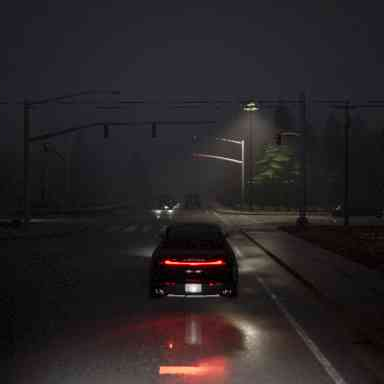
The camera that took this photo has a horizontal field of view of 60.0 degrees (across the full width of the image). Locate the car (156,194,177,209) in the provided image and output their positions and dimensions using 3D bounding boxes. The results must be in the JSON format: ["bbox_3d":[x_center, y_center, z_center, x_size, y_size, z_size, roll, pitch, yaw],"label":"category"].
[{"bbox_3d":[-3.588,1.240,45.930,2.150,2.045,5.566,0,0,0],"label":"car"}]

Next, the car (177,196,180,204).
[{"bbox_3d":[-3.554,1.587,55.856,1.994,1.385,4.181,0,0,0],"label":"car"}]

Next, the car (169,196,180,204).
[{"bbox_3d":[-3.411,1.532,65.926,1.837,1.490,4.892,0,0,1],"label":"car"}]

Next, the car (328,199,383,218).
[{"bbox_3d":[14.591,1.391,29.650,4.553,1.767,2.097,0,0,1],"label":"car"}]

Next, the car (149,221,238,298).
[{"bbox_3d":[0.049,1.505,8.517,1.837,1.490,4.892,0,0,1],"label":"car"}]

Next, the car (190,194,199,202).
[{"bbox_3d":[0.584,1.389,80.942,2.097,1.767,4.553,0,0,2],"label":"car"}]

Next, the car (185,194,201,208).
[{"bbox_3d":[0.137,1.242,49.231,2.150,2.045,5.566,0,0,0],"label":"car"}]
